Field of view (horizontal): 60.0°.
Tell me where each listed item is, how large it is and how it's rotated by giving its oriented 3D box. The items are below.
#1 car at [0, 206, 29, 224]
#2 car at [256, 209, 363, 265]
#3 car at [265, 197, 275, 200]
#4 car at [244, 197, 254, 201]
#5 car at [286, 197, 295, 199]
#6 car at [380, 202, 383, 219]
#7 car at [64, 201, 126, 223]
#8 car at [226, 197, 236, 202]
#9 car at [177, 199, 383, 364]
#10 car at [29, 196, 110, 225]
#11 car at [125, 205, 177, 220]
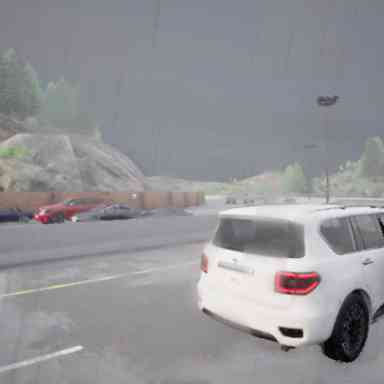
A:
[{"bbox_3d":[-13.973,1.719,24.317,4.718,1.301,1.895,0,0,-40],"label":"car"},{"bbox_3d":[4.693,1.525,12.784,4.892,1.490,1.837,-1,1,-43],"label":"car"},{"bbox_3d":[14.039,1.648,59.550,1.812,1.442,4.674,0,0,11],"label":"car"},{"bbox_3d":[11.196,1.671,65.453,1.812,1.442,4.674,0,0,4],"label":"car"},{"bbox_3d":[17.386,1.645,58.776,2.033,1.411,5.357,0,0,10],"label":"car"},{"bbox_3d":[17.730,1.615,29.297,1.895,1.301,4.718,0,0,31],"label":"car"},{"bbox_3d":[-5.622,1.574,22.475,4.902,1.511,2.128,0,0,-44],"label":"car"},{"bbox_3d":[7.655,1.675,65.037,1.837,1.490,4.892,0,0,5],"label":"car"},{"bbox_3d":[2.641,1.232,6.159,5.566,2.045,2.150,0,0,-40],"label":"car"},{"bbox_3d":[-8.503,1.320,24.450,5.566,2.045,2.150,0,0,-43],"label":"car"},{"bbox_3d":[-1.789,1.629,21.356,1.994,1.385,4.181,0,0,44],"label":"car"}]
